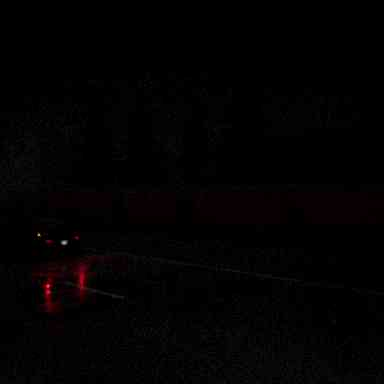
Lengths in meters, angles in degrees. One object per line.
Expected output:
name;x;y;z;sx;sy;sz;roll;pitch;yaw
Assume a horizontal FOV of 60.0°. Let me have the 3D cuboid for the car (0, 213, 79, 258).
car;-6.252;1.546;12.824;4.674;1.442;1.812;0;0;36
